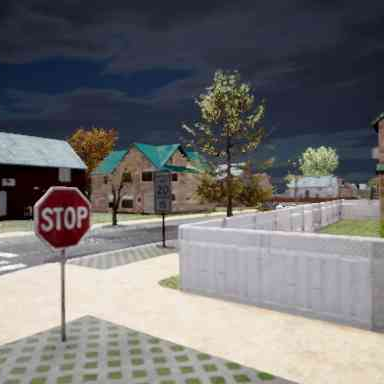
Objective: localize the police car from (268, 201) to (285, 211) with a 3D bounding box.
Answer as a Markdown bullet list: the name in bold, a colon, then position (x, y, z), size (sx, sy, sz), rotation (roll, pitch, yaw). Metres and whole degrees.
- **police car**: position (8.989, 1.832, 38.296), size (2.038, 1.542, 4.974), rotation (-1, -1, 34)
